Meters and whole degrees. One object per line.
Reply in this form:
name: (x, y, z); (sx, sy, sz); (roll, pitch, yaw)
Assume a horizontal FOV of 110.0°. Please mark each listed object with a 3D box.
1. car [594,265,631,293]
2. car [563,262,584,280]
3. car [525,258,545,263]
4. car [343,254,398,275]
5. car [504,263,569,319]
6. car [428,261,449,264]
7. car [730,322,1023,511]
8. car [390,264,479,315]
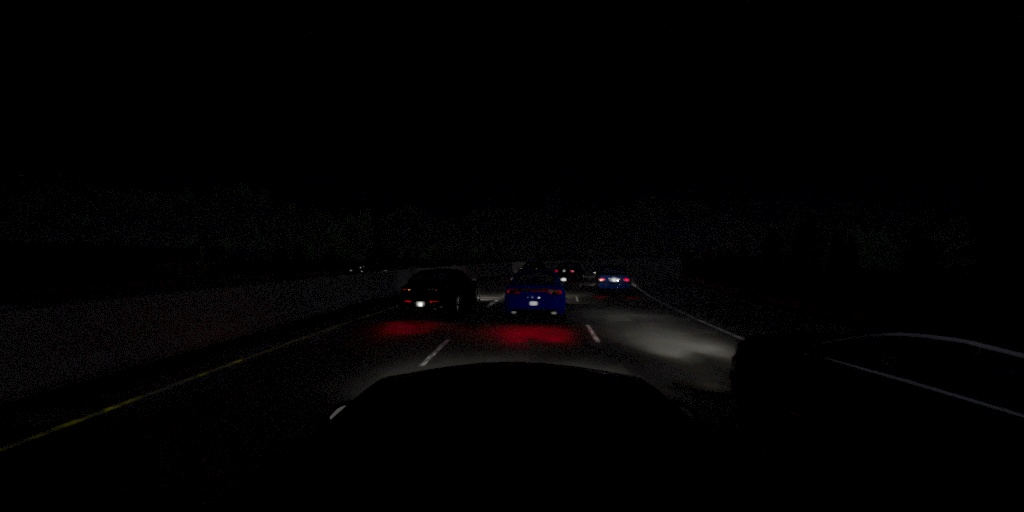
car: (5.769, 1.251, 20.710); (2.033, 1.411, 5.357); (0, 0, 13)
car: (4.899, 1.221, 30.498); (2.033, 1.411, 5.357); (0, 0, 19)
car: (2.063, 1.188, 32.827); (1.812, 1.442, 4.674); (0, 0, 19)
car: (-12.816, 0.860, 32.950); (2.150, 2.045, 5.566); (0, 0, 17)
car: (0.907, 1.197, 12.732); (1.882, 1.535, 5.008); (0, 0, 7)
car: (-7.710, 1.198, 37.112); (1.994, 1.385, 4.181); (0, 0, 20)
car: (3.678, 1.245, 2.643); (2.128, 1.511, 4.902); (0, 0, 1)
car: (-2.524, 1.217, 13.428); (1.837, 1.490, 4.892); (0, 0, 7)
